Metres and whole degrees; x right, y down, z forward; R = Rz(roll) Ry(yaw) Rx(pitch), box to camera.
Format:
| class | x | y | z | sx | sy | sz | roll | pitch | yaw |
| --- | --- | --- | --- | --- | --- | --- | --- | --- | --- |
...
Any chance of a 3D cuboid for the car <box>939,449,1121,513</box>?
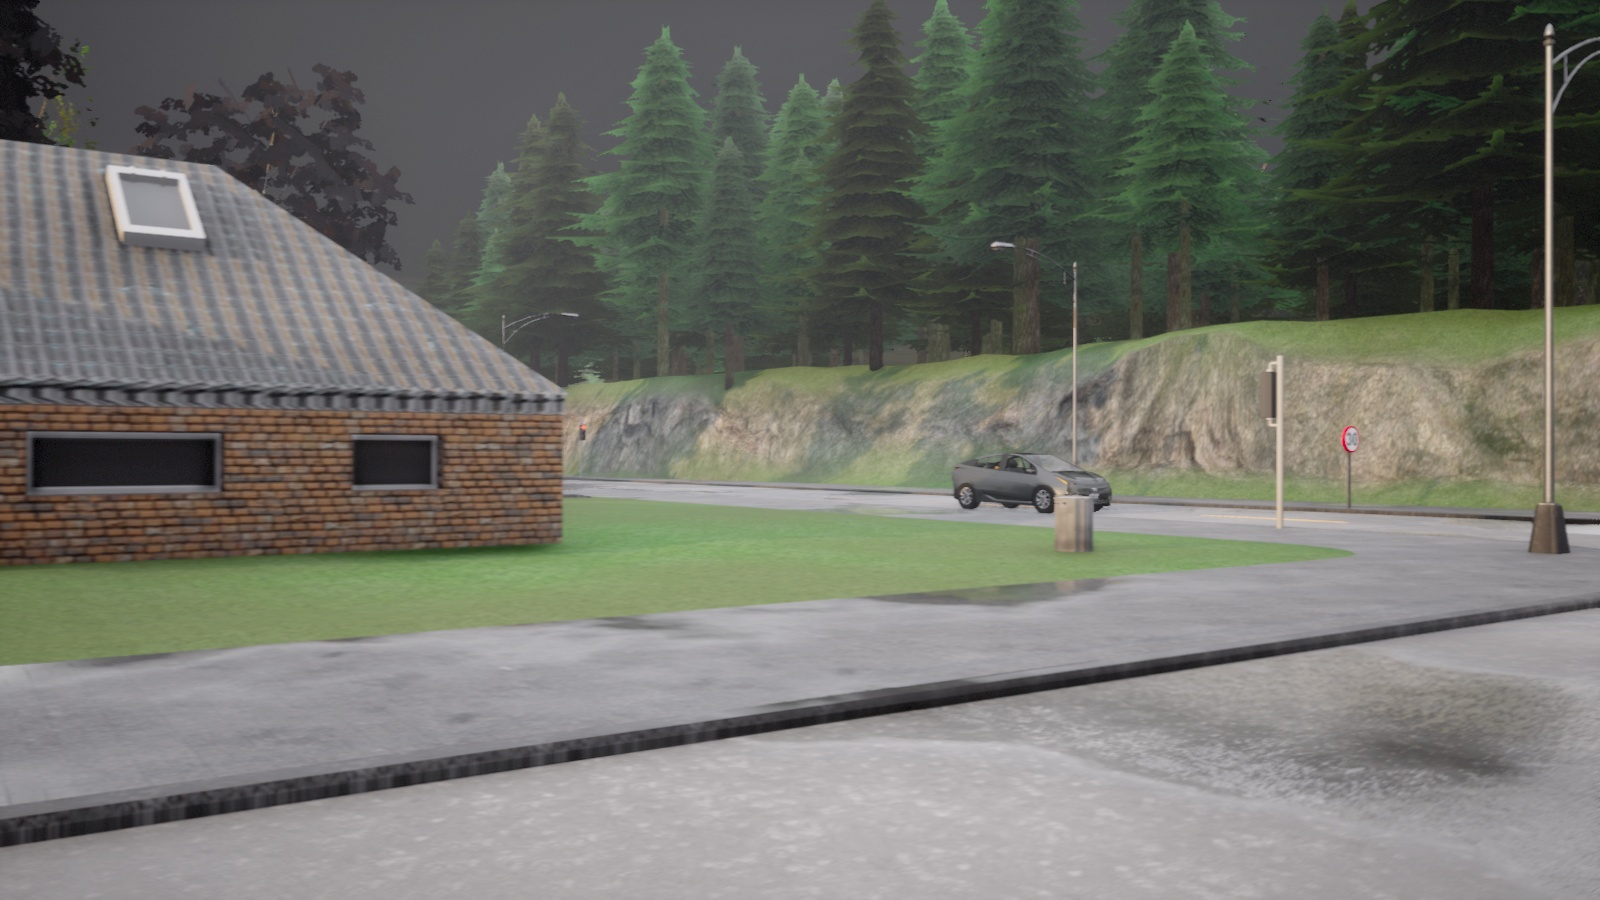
| class | x | y | z | sx | sy | sz | roll | pitch | yaw |
| --- | --- | --- | --- | --- | --- | --- | --- | --- | --- |
| car | 5.830 | 0.756 | 32.357 | 2.007 | 1.525 | 4.514 | 0 | 0 | -35 |
